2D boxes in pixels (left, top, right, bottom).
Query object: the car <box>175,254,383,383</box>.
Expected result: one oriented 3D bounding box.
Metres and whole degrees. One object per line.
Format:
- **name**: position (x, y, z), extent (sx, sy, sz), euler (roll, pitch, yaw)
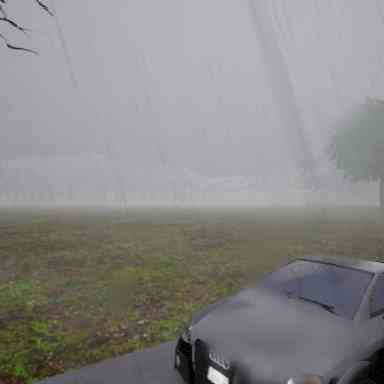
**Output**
- **car**: position (1.865, 1.576, 4.285), extent (4.181, 1.385, 1.994), euler (0, 0, -36)
